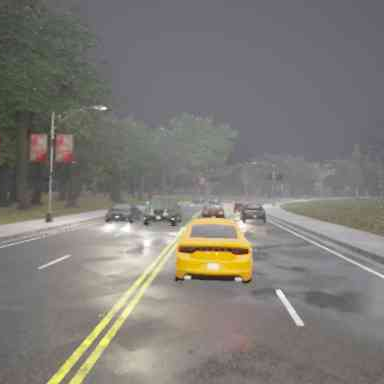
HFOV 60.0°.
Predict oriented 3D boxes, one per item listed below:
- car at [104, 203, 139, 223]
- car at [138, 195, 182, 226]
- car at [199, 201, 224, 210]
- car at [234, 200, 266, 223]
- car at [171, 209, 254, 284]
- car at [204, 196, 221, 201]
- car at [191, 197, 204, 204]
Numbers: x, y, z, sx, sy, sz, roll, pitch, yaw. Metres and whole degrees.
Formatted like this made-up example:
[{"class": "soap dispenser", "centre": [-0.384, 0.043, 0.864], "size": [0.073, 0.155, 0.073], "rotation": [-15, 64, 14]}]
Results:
[{"class": "car", "centre": [-5.093, 1.550, 25.109], "size": [1.994, 1.385, 4.181], "rotation": [1, 0, 4]}, {"class": "car", "centre": [-1.938, 1.262, 23.642], "size": [2.150, 2.045, 5.566], "rotation": [1, 0, 4]}, {"class": "car", "centre": [1.849, 1.732, 28.975], "size": [1.895, 1.301, 4.718], "rotation": [1, 0, 4]}, {"class": "car", "centre": [4.987, 1.679, 27.726], "size": [2.128, 1.511, 4.902], "rotation": [1, 0, 4]}, {"class": "car", "centre": [0.630, 1.519, 9.880], "size": [1.882, 1.535, 5.008], "rotation": [1, 0, 4]}, {"class": "car", "centre": [4.309, 1.620, 64.636], "size": [2.097, 1.767, 4.553], "rotation": [1, 0, 16]}, {"class": "car", "centre": [1.306, 1.743, 65.978], "size": [1.837, 1.490, 4.892], "rotation": [0, 0, 16]}]
